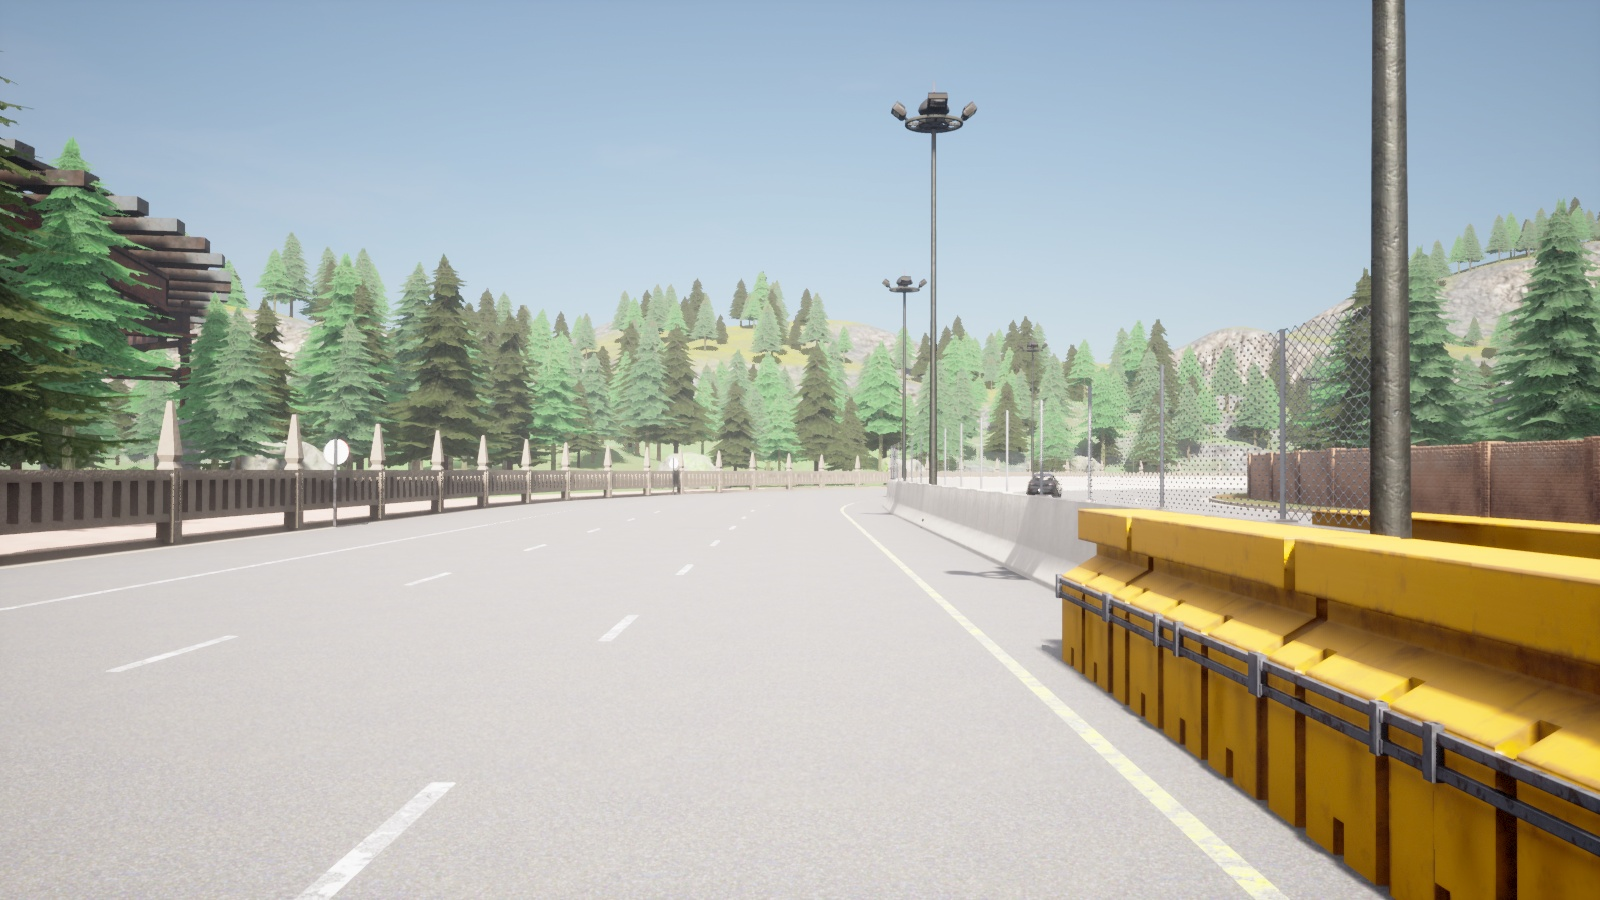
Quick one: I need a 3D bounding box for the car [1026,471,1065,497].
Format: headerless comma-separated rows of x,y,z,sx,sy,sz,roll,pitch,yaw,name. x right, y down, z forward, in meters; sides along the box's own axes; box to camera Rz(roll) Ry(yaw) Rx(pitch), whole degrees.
14.517,2.014,74.248,1.816,1.474,4.193,-1,-1,17,car
